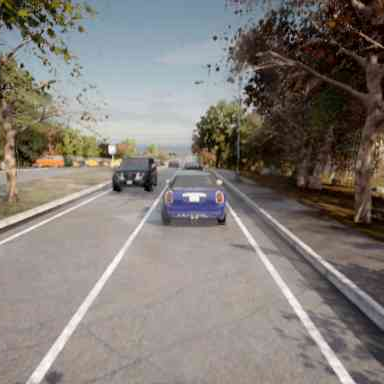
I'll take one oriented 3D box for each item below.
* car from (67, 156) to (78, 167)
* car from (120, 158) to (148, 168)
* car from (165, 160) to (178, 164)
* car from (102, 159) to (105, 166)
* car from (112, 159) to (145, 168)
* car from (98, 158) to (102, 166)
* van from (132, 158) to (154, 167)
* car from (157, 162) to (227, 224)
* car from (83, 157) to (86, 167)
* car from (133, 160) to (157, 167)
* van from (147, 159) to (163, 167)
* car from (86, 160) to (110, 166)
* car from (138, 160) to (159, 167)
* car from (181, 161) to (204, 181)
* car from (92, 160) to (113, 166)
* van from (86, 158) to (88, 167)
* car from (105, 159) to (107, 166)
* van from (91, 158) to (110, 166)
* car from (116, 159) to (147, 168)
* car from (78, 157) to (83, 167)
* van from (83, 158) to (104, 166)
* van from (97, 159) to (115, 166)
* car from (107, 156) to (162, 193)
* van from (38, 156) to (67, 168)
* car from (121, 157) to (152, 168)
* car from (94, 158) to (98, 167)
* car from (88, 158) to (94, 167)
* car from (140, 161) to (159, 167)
[{"bbox_3d":[-23.572,-5.313,57.961,5.566,2.045,2.435,0,5,0],"label":"car"},{"bbox_3d":[-10.503,-5.317,60.553,4.553,1.767,2.185,0,5,0],"label":"car"},{"bbox_3d":[-3.417,-5.278,62.162,1.882,1.535,5.008,0,5,0],"label":"car"},{"bbox_3d":[-23.581,-6.704,77.302,4.892,1.521,2.231,0,5,0],"label":"car"},{"bbox_3d":[-10.466,-4.700,55.036,4.892,1.521,2.231,0,5,0],"label":"car"},{"bbox_3d":[-23.576,-6.471,74.541,5.008,1.535,2.097,0,5,0],"label":"car"},{"bbox_3d":[-10.611,-6.356,71.604,4.442,1.987,1.878,0,5,0],"label":"van"},{"bbox_3d":[0.075,-0.032,12.401,2.097,1.767,4.553,0,7,0],"label":"car"},{"bbox_3d":[-23.551,-5.535,63.499,4.892,1.521,2.231,0,5,0],"label":"car"},{"bbox_3d":[-10.507,-6.365,74.390,5.008,1.535,2.097,0,5,0],"label":"car"},{"bbox_3d":[-10.424,-8.166,93.724,4.442,1.987,1.878,0,4,0],"label":"van"},{"bbox_3d":[-23.414,-7.174,82.823,5.366,1.575,1.946,0,5,0],"label":"car"},{"bbox_3d":[-10.483,-6.803,79.924,4.792,1.488,2.163,0,5,0],"label":"car"},{"bbox_3d":[0.036,-1.922,29.418,1.837,1.490,4.892,0,7,0],"label":"car"},{"bbox_3d":[-23.616,-7.639,88.342,5.008,1.535,2.097,0,5,0],"label":"car"},{"bbox_3d":[-23.679,-5.996,66.240,4.442,1.987,1.878,0,5,0],"label":"van"},{"bbox_3d":[-10.269,-4.445,52.280,5.366,1.575,1.946,0,5,0],"label":"car"},{"bbox_3d":[-23.486,-7.630,85.563,4.442,1.987,1.878,0,5,0],"label":"van"},{"bbox_3d":[-10.473,-4.950,57.797,5.008,1.535,2.097,0,5,0],"label":"car"},{"bbox_3d":[-23.367,-5.303,60.742,5.366,1.575,1.946,0,5,0],"label":"car"},{"bbox_3d":[-23.708,-7.164,80.042,4.442,1.987,1.878,0,5,0],"label":"van"},{"bbox_3d":[-23.498,-8.069,90.936,4.442,1.987,1.878,0,4,0],"label":"van"},{"bbox_3d":[-3.389,-1.206,20.725,2.150,2.045,5.566,0,7,0],"label":"car"},{"bbox_3d":[-23.656,-5.027,55.083,4.442,1.987,1.878,0,5,0],"label":"van"},{"bbox_3d":[-10.448,-5.678,63.304,5.566,2.045,2.435,0,5,0],"label":"car"},{"bbox_3d":[-23.570,-6.227,71.656,5.008,1.535,2.097,0,5,0],"label":"car"},{"bbox_3d":[-23.537,-6.129,69.009,4.553,1.767,2.185,0,5,0],"label":"car"},{"bbox_3d":[-10.522,-7.027,82.693,4.674,1.452,2.002,0,5,0],"label":"car"}]
